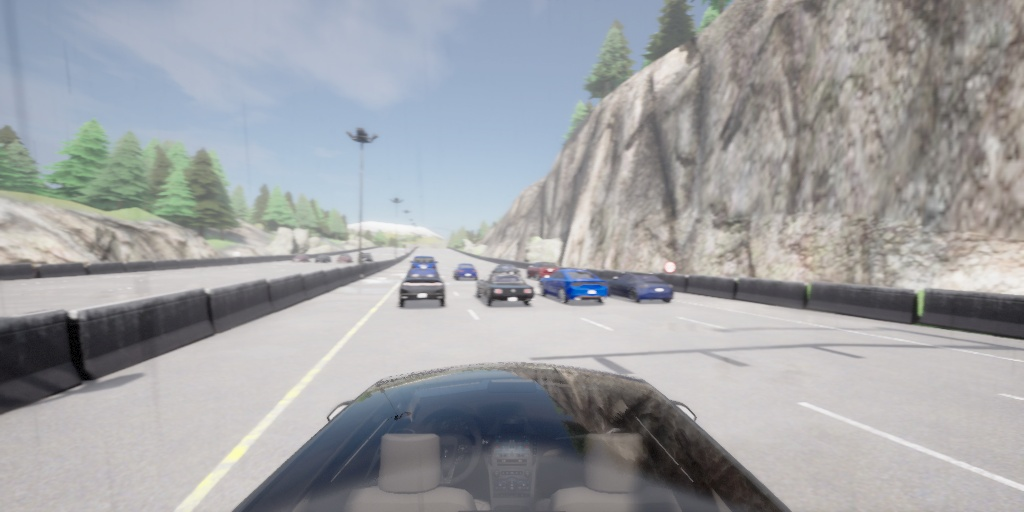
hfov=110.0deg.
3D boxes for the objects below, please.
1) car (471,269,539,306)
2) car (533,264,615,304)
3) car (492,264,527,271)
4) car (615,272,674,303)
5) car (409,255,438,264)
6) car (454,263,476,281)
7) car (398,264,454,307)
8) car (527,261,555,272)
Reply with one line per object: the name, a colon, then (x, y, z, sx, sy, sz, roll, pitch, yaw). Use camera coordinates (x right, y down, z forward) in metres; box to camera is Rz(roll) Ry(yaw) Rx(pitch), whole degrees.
car: (-0.489, 1.447, 16.485, 1.895, 1.301, 4.718, 1, 0, -14)
car: (2.831, 1.381, 17.670, 1.882, 1.535, 5.008, 1, 0, -13)
car: (-0.598, 1.419, 31.770, 2.033, 1.411, 5.357, 1, 0, -14)
car: (6.268, 1.524, 18.337, 1.994, 1.385, 4.181, 1, 0, -13)
car: (-7.399, 0.976, 30.136, 2.150, 2.045, 5.566, 1, 0, -14)
car: (-4.085, 1.340, 31.316, 1.812, 1.442, 4.674, 1, 0, -13)
car: (-3.931, 1.283, 15.845, 2.128, 1.511, 4.902, 1, 0, -13)
car: (2.786, 1.278, 32.685, 2.097, 1.767, 4.553, 1, 0, -14)
